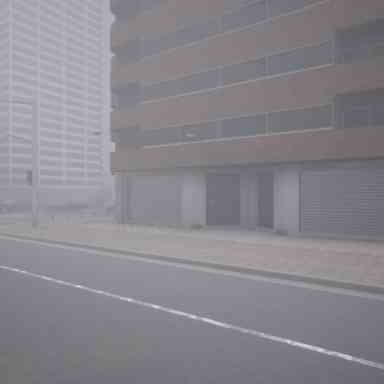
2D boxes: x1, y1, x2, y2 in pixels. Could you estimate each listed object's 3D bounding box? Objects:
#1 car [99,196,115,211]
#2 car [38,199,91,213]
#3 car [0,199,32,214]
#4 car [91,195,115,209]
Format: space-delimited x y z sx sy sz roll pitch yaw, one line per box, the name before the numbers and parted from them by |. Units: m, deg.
car | -8.036 1.525 38.389 1.812 1.442 4.674 0 0 35
car | -13.872 1.601 36.458 1.895 1.301 4.718 0 0 35
car | -18.736 1.477 35.595 1.882 1.535 5.008 0 0 35
car | -12.781 1.505 44.149 1.837 1.490 4.892 0 0 35
